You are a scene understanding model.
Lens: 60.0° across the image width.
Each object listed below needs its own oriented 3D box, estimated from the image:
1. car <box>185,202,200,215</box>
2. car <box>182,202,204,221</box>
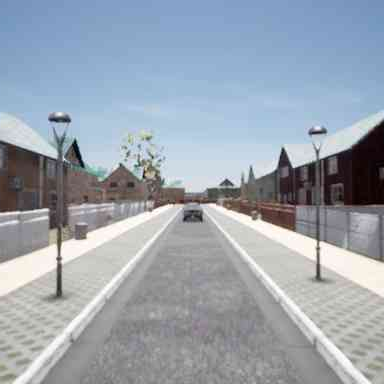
[{"bbox_3d":[0.081,2.073,42.663,1.882,1.535,5.008,0,-1,0],"label":"car"},{"bbox_3d":[0.089,1.948,31.662,1.837,1.490,4.892,0,-1,0],"label":"car"}]
